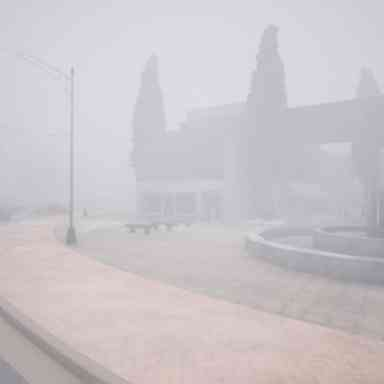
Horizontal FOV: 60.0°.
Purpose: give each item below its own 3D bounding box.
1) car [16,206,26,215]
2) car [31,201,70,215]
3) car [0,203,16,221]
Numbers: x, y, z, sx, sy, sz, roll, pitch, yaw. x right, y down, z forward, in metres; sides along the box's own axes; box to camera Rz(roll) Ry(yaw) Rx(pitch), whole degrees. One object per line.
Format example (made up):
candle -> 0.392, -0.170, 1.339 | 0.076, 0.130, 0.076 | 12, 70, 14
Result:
car -> -19.206, 1.770, 34.286 | 1.895, 1.301, 4.718 | 0, 0, 3
car -> -15.520, 1.753, 36.892 | 2.033, 1.411, 5.357 | 0, 0, 8
car -> -15.406, 1.721, 25.304 | 1.895, 1.301, 4.718 | 0, 0, -10
